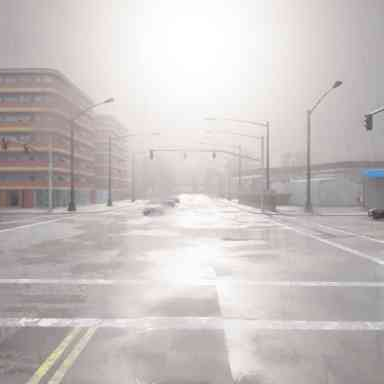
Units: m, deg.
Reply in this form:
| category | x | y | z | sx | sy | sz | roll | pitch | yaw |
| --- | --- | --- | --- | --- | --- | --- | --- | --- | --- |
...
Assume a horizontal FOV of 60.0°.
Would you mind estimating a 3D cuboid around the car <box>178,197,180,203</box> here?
| category | x | y | z | sx | sy | sz | roll | pitch | yaw |
| --- | --- | --- | --- | --- | --- | --- | --- | --- | --- |
| car | -3.462 | 1.601 | 66.722 | 1.895 | 1.301 | 4.718 | 0 | 0 | 1 |

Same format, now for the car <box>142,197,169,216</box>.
| category | x | y | z | sx | sy | sz | roll | pitch | yaw |
| --- | --- | --- | --- | --- | --- | --- | --- | --- | --- |
| car | -3.568 | 1.503 | 32.013 | 1.812 | 1.442 | 4.674 | 0 | -1 | 0 |

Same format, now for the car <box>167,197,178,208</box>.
| category | x | y | z | sx | sy | sz | roll | pitch | yaw |
| --- | --- | --- | --- | --- | --- | --- | --- | --- | --- |
| car | -3.555 | 1.477 | 49.631 | 1.882 | 1.535 | 5.008 | 0 | 0 | 0 |

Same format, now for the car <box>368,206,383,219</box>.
| category | x | y | z | sx | sy | sz | roll | pitch | yaw |
| --- | --- | --- | --- | --- | --- | --- | --- | --- | --- |
| car | 16.630 | 1.505 | 26.469 | 4.892 | 1.490 | 1.837 | 0 | 0 | 0 |
